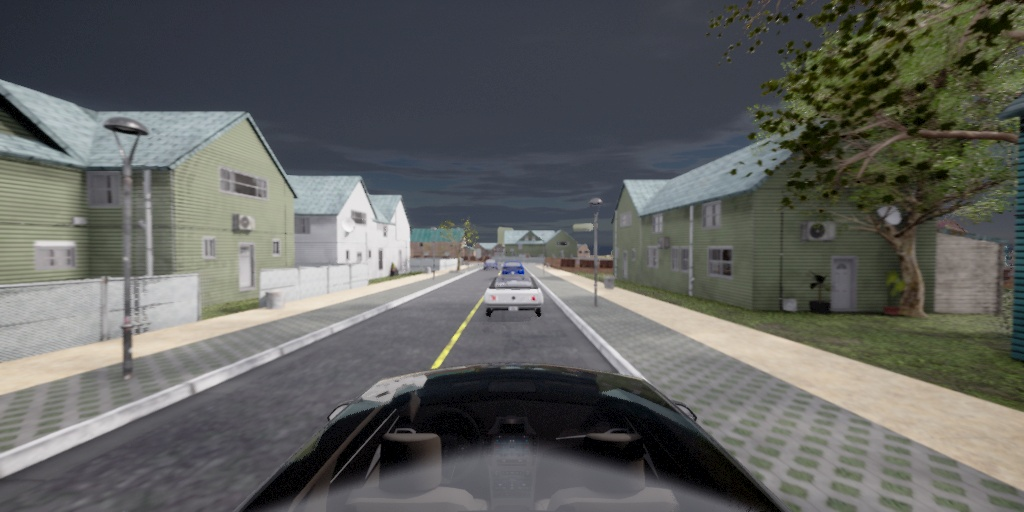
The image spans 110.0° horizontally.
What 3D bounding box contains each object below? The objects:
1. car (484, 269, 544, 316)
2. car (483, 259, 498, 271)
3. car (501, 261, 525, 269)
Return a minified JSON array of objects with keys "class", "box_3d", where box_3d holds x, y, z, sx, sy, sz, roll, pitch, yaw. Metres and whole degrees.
[{"class":"car","box_3d":[0.065,1.329,13.256,1.895,1.301,4.718,0,0,0]},{"class":"car","box_3d":[-2.824,1.185,47.990,1.812,1.442,4.674,0,0,0]},{"class":"car","box_3d":[0.085,1.170,31.126,1.882,1.535,5.008,0,0,0]}]
